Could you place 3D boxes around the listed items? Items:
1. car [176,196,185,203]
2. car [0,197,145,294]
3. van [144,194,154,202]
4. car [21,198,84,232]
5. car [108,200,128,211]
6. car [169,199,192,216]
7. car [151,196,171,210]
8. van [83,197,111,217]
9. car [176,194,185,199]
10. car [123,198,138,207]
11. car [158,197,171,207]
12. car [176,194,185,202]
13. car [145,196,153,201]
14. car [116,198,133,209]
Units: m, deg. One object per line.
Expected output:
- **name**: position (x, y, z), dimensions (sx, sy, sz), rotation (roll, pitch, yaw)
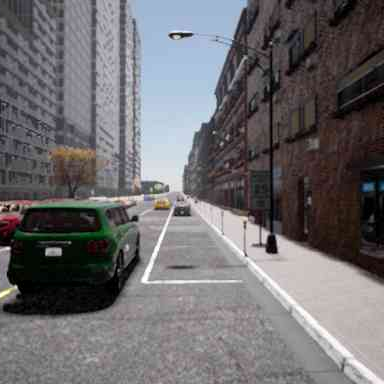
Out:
- **car**: position (-2.539, 1.629, 72.967), dimensions (1.967, 1.590, 4.097), rotation (1, 0, -2)
- **car**: position (-2.748, 1.248, 9.027), dimensions (2.150, 2.045, 5.566), rotation (0, 0, -2)
- **van**: position (-11.350, 1.542, 83.903), dimensions (1.690, 1.788, 3.998), rotation (1, 0, -2)
- **car**: position (-8.934, 1.380, 21.840), dimensions (2.192, 1.841, 5.009), rotation (1, 0, -2)
- **car**: position (-9.815, 1.708, 44.408), dimensions (1.802, 1.307, 4.206), rotation (1, 0, -2)
- **car**: position (-1.002, 1.654, 33.469), dimensions (2.008, 1.369, 4.403), rotation (1, 0, -2)
- **car**: position (-4.085, 1.610, 45.433), dimensions (1.882, 1.535, 5.008), rotation (0, 0, -2)
- **van**: position (-9.373, 1.438, 33.124), dimensions (1.690, 1.788, 3.998), rotation (1, 0, -2)
- **car**: position (-2.319, 1.619, 67.326), dimensions (1.967, 1.590, 4.097), rotation (1, 0, -2)
- **car**: position (-10.254, 1.733, 55.692), dimensions (1.802, 1.307, 4.206), rotation (1, 0, -2)
- **car**: position (-4.513, 1.632, 55.635), dimensions (1.882, 1.535, 5.008), rotation (0, 0, -2)
- **car**: position (-2.977, 1.522, 84.251), dimensions (2.192, 1.841, 5.009), rotation (1, 0, -2)
- **car**: position (-11.572, 1.753, 89.545), dimensions (1.887, 1.381, 4.507), rotation (1, 0, -2)
- **car**: position (-10.028, 1.664, 49.880), dimensions (1.752, 1.417, 4.829), rotation (1, 0, -2)
